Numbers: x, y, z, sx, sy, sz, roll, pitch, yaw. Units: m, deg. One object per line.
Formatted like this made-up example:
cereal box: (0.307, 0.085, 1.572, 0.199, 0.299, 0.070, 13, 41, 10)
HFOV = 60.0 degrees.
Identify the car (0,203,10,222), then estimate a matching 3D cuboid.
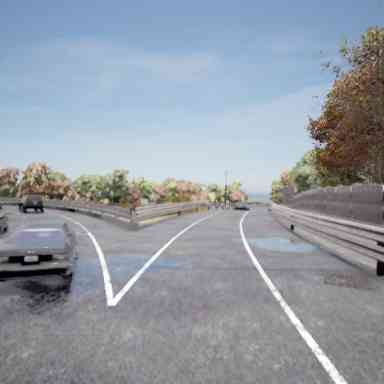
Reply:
car: (-11.235, 1.572, 18.145, 2.128, 1.511, 4.902, 0, 0, -22)

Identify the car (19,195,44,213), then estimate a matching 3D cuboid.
car: (-19.675, 1.424, 40.643, 2.150, 2.045, 5.566, 1, -1, -35)

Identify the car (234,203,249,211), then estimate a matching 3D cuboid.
car: (8.906, 2.725, 61.124, 1.994, 1.385, 4.181, 0, -3, 12)

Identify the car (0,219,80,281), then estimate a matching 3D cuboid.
car: (-4.473, 1.600, 10.068, 2.033, 1.411, 5.357, 0, 0, -18)

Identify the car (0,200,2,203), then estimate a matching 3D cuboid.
car: (-25.191, 1.695, 42.209, 1.837, 1.490, 4.892, 1, -1, -37)

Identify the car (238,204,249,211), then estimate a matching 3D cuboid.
car: (11.067, 3.318, 70.920, 1.994, 1.385, 4.181, 0, -4, 13)
